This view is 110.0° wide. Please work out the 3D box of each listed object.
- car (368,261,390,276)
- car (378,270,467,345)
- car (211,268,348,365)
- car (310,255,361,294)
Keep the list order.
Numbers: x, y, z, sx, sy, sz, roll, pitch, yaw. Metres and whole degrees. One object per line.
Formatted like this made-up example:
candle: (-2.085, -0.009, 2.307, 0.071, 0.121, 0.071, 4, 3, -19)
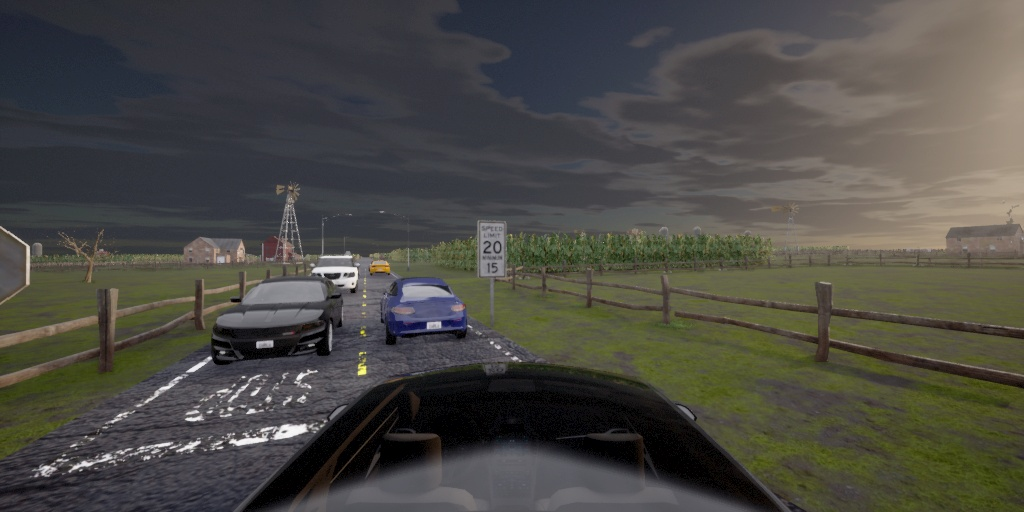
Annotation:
car: (-14.140, 1.232, 38.337, 1.882, 1.535, 5.008, 0, 0, -21)
car: (-2.488, 1.278, 9.589, 1.812, 1.442, 4.674, 0, 0, -22)
car: (-5.119, 1.229, 8.420, 1.882, 1.535, 5.008, 0, 0, -22)
car: (-9.856, 0.977, 20.147, 2.150, 2.045, 5.566, 0, 0, -22)
